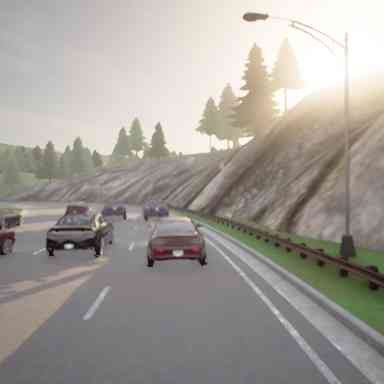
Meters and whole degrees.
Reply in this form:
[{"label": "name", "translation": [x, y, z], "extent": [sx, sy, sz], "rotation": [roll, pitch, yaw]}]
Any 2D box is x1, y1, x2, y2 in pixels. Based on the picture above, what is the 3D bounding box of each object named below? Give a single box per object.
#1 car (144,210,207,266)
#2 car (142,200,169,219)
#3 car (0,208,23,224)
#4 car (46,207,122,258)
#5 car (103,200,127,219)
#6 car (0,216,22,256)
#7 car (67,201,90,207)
[{"label": "car", "translation": [-0.591, 1.572, 11.707], "extent": [1.812, 1.442, 4.674], "rotation": [0, 0, -5]}, {"label": "car", "translation": [-3.288, 1.475, 29.518], "extent": [2.097, 1.767, 4.553], "rotation": [0, 0, -11]}, {"label": "car", "translation": [-12.450, 1.689, 21.347], "extent": [1.994, 1.385, 4.181], "rotation": [0, 0, -9]}, {"label": "car", "translation": [-4.250, 1.557, 13.209], "extent": [2.128, 1.511, 4.902], "rotation": [0, 0, -6]}, {"label": "car", "translation": [-7.168, 1.494, 30.955], "extent": [2.097, 1.767, 4.553], "rotation": [0, 0, -12]}, {"label": "car", "translation": [-7.467, 1.668, 10.534], "extent": [1.895, 1.301, 4.718], "rotation": [0, 0, -5]}, {"label": "car", "translation": [-11.143, 1.640, 32.557], "extent": [1.882, 1.535, 5.008], "rotation": [0, 0, -14]}]
